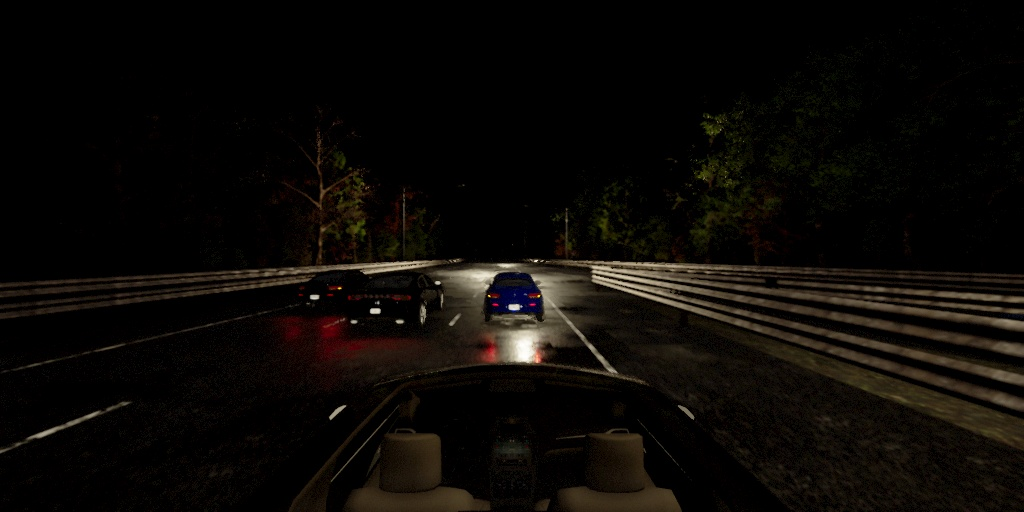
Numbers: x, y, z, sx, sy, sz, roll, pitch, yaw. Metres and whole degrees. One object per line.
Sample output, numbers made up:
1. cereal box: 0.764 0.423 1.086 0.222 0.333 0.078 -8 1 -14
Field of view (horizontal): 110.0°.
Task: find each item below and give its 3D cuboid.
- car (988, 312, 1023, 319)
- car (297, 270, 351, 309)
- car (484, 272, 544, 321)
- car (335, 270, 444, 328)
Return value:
1. car: 14.409 1.347 7.425 2.033 1.411 5.357 0 0 -14
2. car: -6.980 1.284 14.942 1.812 1.442 4.674 0 0 -1
3. car: 0.042 1.280 12.394 1.812 1.442 4.674 0 0 0
4. car: -3.449 1.233 11.476 1.882 1.535 5.008 0 0 0
